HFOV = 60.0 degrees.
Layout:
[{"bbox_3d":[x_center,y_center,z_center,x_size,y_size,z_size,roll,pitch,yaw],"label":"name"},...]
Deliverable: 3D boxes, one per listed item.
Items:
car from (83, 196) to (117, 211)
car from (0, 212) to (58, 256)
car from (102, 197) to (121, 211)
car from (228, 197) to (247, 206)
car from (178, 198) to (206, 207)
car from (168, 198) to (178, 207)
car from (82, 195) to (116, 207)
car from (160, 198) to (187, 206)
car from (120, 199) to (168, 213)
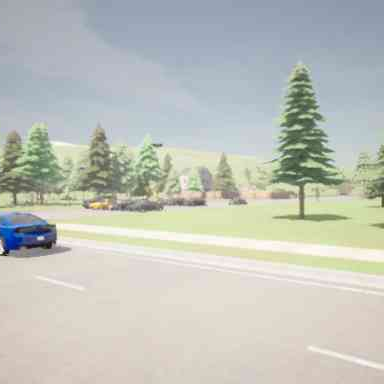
[{"bbox_3d":[-11.612,1.725,44.876,1.882,1.535,5.008,-1,0,36],"label":"car"},{"bbox_3d":[-7.604,1.576,13.722,5.008,1.535,1.882,0,0,36],"label":"car"},{"bbox_3d":[-8.645,1.714,43.007,2.128,1.511,4.902,-1,0,36],"label":"car"},{"bbox_3d":[8.269,1.718,60.083,1.812,1.442,4.674,-1,0,37],"label":"car"},{"bbox_3d":[0.431,1.697,55.371,1.882,1.535,5.008,-1,0,36],"label":"car"},{"bbox_3d":[-2.460,1.747,57.335,1.837,1.490,4.892,-1,0,37],"label":"car"},{"bbox_3d":[-13.252,1.493,48.554,2.150,2.045,5.566,-1,0,36],"label":"car"},{"bbox_3d":[-3.412,1.815,61.903,2.033,1.411,5.357,-1,0,37],"label":"car"},{"bbox_3d":[-5.793,1.745,40.982,2.033,1.411,5.357,-1,0,36],"label":"car"}]
